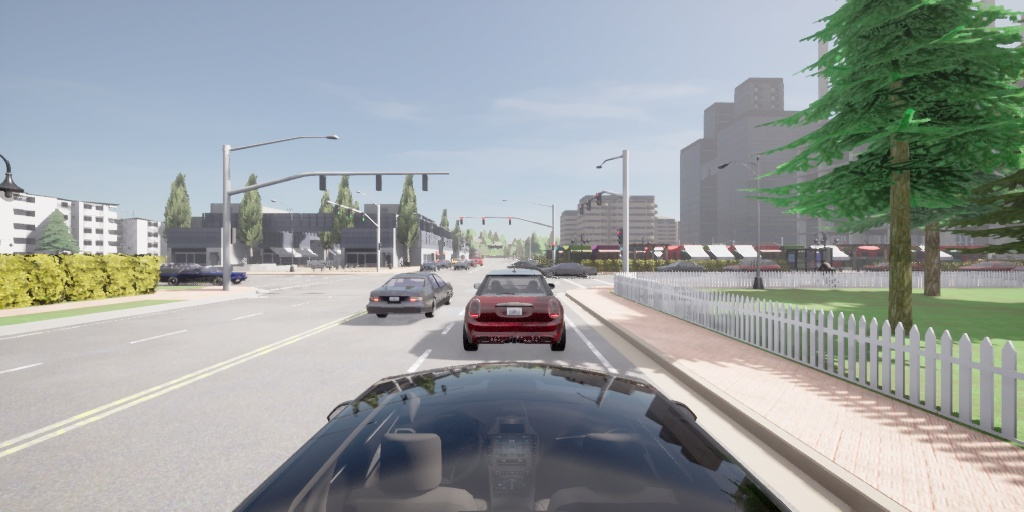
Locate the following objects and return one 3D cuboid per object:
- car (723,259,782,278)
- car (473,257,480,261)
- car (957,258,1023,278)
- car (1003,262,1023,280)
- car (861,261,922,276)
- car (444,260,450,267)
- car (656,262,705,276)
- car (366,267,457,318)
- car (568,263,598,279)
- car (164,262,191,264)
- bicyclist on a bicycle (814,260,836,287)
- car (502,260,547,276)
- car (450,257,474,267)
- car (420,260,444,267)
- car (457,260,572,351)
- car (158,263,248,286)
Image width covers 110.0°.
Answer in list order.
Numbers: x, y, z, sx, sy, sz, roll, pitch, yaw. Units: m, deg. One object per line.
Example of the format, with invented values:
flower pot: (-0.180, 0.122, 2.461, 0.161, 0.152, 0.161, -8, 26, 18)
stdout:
car: (21.719, 1.103, 32.557, 4.553, 1.767, 2.097, 0, 0, -1)
car: (-7.085, 1.351, 61.036, 1.895, 1.301, 4.718, 0, 0, 0)
car: (44.173, 1.227, 33.062, 5.008, 1.535, 1.882, 0, 0, -1)
car: (43.877, 1.314, 29.449, 4.181, 1.385, 1.994, 0, 0, -3)
car: (38.535, 1.227, 36.460, 5.008, 1.535, 1.882, 0, 0, -1)
car: (-10.602, 1.297, 56.176, 2.033, 1.411, 5.357, 0, 0, 0)
car: (16.858, 1.275, 35.916, 4.674, 1.442, 1.812, 0, 0, -2)
car: (-3.419, 1.297, 12.975, 2.033, 1.411, 5.357, 0, 0, 0)
car: (4.880, 1.297, 32.156, 5.357, 1.411, 2.033, 0, 0, -1)
car: (-25.393, 1.241, 27.784, 4.902, 1.511, 2.128, 0, 0, -2)
bicyclist on a bicycle: (18.790, 1.052, 21.497, 0.582, 1.620, 1.656, 0, 0, -1)
car: (1.309, 1.257, 39.291, 1.837, 1.490, 4.892, -4, 3, -45)
car: (-7.098, 1.297, 51.454, 2.033, 1.411, 5.357, 0, 0, 0)
car: (-10.628, 1.314, 46.933, 1.994, 1.385, 4.181, 0, 0, 1)
car: (0.063, 1.102, 9.140, 2.097, 1.767, 4.553, 0, 0, 0)
car: (-20.883, 1.351, 24.388, 4.718, 1.301, 1.895, 0, 0, -1)
